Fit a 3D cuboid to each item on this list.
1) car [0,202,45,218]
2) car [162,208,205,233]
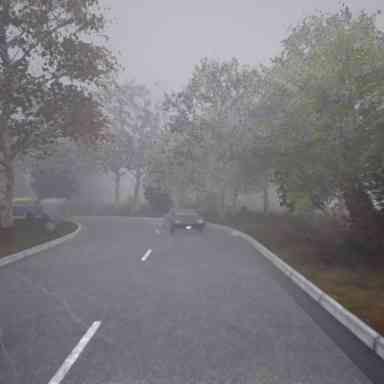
[{"bbox_3d":[-16.755,1.724,31.808,5.008,1.535,1.882,-1,-3,4],"label":"car"},{"bbox_3d":[-0.637,1.631,20.040,1.895,1.301,4.718,1,-1,-12],"label":"car"}]
